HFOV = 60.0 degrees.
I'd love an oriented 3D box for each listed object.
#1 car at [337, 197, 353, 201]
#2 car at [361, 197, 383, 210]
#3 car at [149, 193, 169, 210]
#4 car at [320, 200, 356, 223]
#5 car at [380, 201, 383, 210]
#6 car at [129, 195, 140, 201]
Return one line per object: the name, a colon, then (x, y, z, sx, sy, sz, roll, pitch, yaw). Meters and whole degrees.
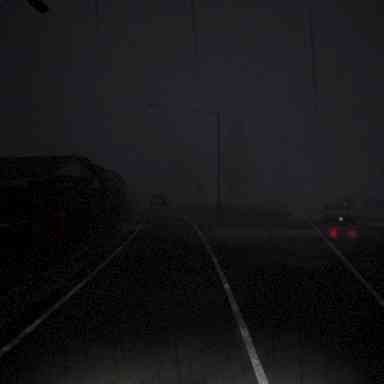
car: (18.627, 1.386, 40.663, 1.837, 1.490, 4.892, 0, 0, 15)
car: (22.412, 1.348, 41.246, 1.882, 1.535, 5.008, 0, 0, 15)
car: (-4.223, 1.152, 42.746, 2.150, 2.045, 5.566, 0, 0, -10)
car: (10.601, 1.530, 24.508, 1.895, 1.301, 4.718, 0, 0, 15)
car: (12.677, 1.483, 18.811, 2.033, 1.411, 5.357, 0, 0, 15)
car: (-13.380, 1.413, 77.280, 1.812, 1.442, 4.674, 0, 0, -21)
